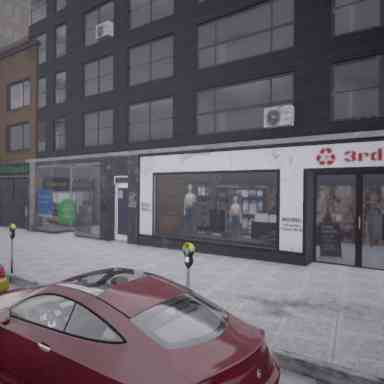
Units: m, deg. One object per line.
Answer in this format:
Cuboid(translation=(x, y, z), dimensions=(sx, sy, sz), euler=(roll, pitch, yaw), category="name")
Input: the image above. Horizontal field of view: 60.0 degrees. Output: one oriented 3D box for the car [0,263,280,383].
Cuboid(translation=(-1.118, 1.581, 3.866), dimensions=(4.206, 1.307, 1.802), euler=(0, 1, 35), category="car")
